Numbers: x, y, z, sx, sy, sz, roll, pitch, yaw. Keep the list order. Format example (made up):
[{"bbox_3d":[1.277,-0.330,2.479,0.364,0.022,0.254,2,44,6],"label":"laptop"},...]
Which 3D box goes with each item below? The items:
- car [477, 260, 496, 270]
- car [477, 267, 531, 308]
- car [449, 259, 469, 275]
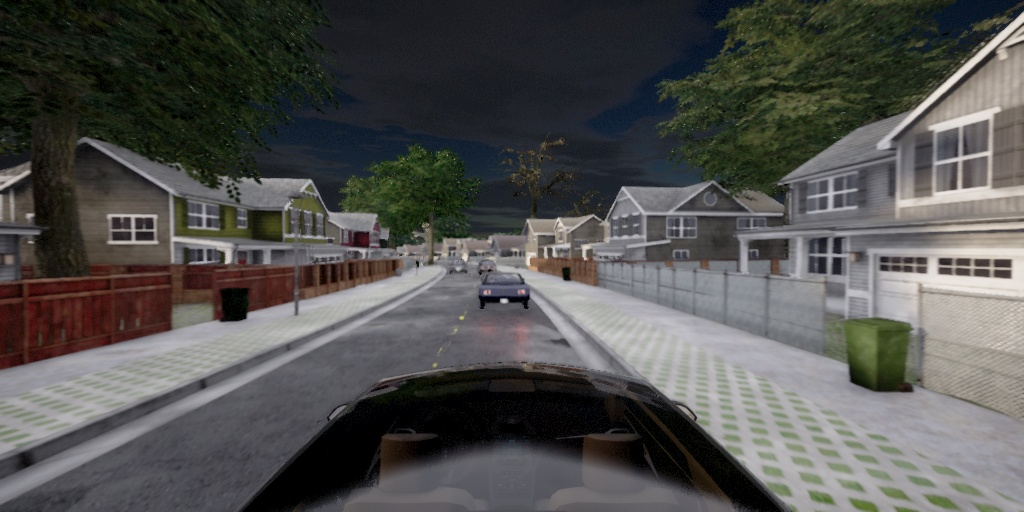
[{"bbox_3d":[-2.619,1.148,37.197,2.033,1.411,5.357,0,0,-8],"label":"car"},{"bbox_3d":[-0.371,1.292,14.829,1.895,1.301,4.718,0,0,-3],"label":"car"},{"bbox_3d":[-5.571,1.106,37.342,2.128,1.511,4.902,0,0,-9],"label":"car"}]
